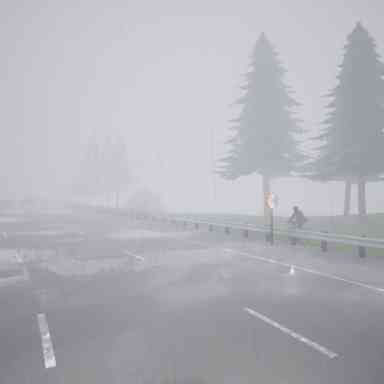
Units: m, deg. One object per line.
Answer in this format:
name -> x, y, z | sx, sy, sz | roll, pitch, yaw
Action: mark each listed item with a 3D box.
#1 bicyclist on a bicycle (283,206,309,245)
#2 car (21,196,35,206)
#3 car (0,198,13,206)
bicyclist on a bicycle -> 4.417, 1.431, 13.956 | 1.656, 1.620, 0.582 | 6, -3, -31
car -> -28.081, 1.505, 56.868 | 1.837, 1.490, 4.892 | 0, 0, -32
car -> -29.644, 1.601, 52.749 | 1.895, 1.301, 4.718 | 0, 0, -32
